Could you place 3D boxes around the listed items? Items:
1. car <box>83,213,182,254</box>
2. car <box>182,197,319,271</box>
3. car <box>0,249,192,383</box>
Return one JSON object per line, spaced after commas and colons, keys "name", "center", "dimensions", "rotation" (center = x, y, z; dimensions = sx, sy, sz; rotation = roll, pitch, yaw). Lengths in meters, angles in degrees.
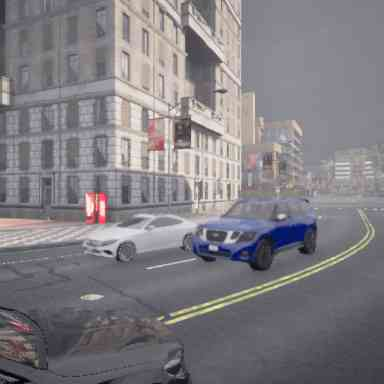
{"name": "car", "center": [-1.623, 1.526, 12.235], "dimensions": [1.812, 1.442, 4.674], "rotation": [0, 0, 44]}
{"name": "car", "center": [2.436, 1.221, 11.406], "dimensions": [2.150, 2.045, 5.566], "rotation": [0, 0, 42]}
{"name": "car", "center": [-2.179, 1.526, 2.401], "dimensions": [4.674, 1.442, 1.812], "rotation": [0, 0, -35]}
